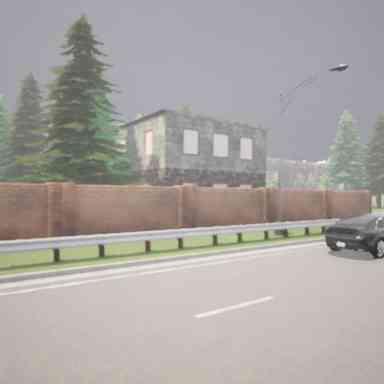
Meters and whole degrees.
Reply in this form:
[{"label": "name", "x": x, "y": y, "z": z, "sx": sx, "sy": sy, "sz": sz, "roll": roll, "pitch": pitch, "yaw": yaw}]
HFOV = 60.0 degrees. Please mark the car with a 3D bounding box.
[{"label": "car", "x": 7.356, "y": 1.646, "z": 13.389, "sx": 4.892, "sy": 1.490, "sz": 1.837, "roll": 0, "pitch": 0, "yaw": -35}]
